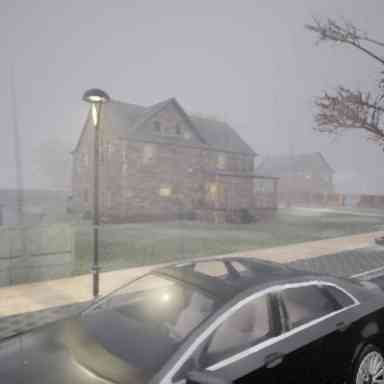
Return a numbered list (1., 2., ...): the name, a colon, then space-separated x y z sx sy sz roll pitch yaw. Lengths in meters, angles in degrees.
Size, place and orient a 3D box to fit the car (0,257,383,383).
1. car: 0.136 1.501 3.231 4.902 1.511 2.128 0 0 -36
